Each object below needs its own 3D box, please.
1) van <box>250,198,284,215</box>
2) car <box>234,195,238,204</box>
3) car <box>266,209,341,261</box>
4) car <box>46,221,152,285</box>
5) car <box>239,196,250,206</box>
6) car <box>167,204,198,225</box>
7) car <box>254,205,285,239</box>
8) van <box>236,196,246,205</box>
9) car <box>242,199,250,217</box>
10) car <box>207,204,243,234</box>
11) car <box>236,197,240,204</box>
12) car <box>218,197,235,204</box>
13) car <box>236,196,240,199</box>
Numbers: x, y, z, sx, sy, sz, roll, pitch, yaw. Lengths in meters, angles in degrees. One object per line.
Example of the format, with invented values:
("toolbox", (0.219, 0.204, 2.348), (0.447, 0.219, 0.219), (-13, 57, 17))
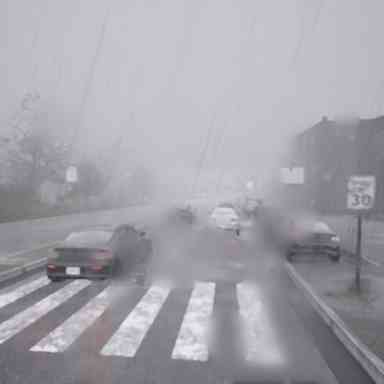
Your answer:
("van", (5.474, 1.474, 23.988), (1.878, 1.987, 4.442), (1, 0, 6))
("car", (9.614, 1.733, 62.353), (2.435, 2.045, 5.566), (1, 0, 6))
("car", (4.297, 1.659, 12.941), (2.002, 1.452, 4.674), (2, 0, 6))
("car", (-2.407, 1.571, 9.564), (1.812, 1.442, 4.674), (1, 0, 5))
("car", (7.248, 1.697, 40.444), (2.185, 1.767, 4.553), (1, 0, 6))
("car", (-0.714, 1.674, 26.023), (1.837, 1.490, 4.892), (1, 0, 6))
("car", (4.870, 1.688, 18.407), (2.163, 1.488, 4.792), (1, 0, 6))
("van", (10.823, 1.842, 73.551), (1.878, 1.987, 4.442), (1, 0, 6))
("car", (6.644, 1.821, 34.854), (2.002, 1.452, 4.674), (1, 0, 6))
("car", (1.938, 1.685, 20.287), (1.812, 1.442, 4.674), (1, 0, 6))
("car", (8.437, 1.905, 51.455), (2.231, 1.521, 4.892), (1, 0, 6))
("car", (4.500, 1.843, 44.389), (1.837, 1.490, 4.892), (1, 0, 7))
("car", (9.029, 1.944, 56.949), (2.097, 1.535, 5.008), (1, 0, 6))
